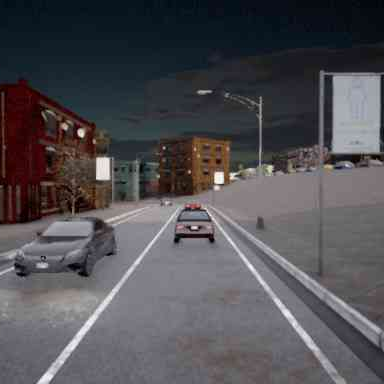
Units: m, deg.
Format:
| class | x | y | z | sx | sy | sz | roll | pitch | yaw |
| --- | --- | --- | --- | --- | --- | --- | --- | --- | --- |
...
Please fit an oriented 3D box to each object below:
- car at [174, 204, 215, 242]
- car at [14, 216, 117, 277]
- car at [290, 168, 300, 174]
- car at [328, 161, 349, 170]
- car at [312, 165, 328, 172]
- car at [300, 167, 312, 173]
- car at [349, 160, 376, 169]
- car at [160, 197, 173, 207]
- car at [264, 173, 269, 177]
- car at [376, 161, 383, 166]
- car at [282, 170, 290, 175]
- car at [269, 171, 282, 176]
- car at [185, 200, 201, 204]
| class | x | y | z | sx | sy | sz | roll | pitch | yaw |
| --- | --- | --- | --- | --- | --- | --- | --- | --- | --- |
| car | 0.104 | 1.529 | 16.314 | 2.033 | 1.411 | 5.357 | 0 | 0 | 0 |
| car | -3.597 | 1.514 | 10.334 | 1.812 | 1.442 | 4.674 | 0 | 0 | 0 |
| car | 21.872 | -4.026 | 66.398 | 2.231 | 1.521 | 4.892 | 0 | 1 | -1 |
| car | 22.923 | -3.838 | 49.813 | 2.185 | 1.767 | 4.553 | 0 | 1 | -5 |
| car | 22.456 | -3.819 | 55.319 | 2.097 | 1.535 | 5.008 | 0 | 1 | -4 |
| car | 22.104 | -3.885 | 60.856 | 2.002 | 1.452 | 4.674 | 0 | 1 | -2 |
| car | 23.542 | -3.574 | 44.122 | 2.163 | 1.488 | 4.792 | 0 | 1 | -6 |
| car | -4.095 | 1.617 | 53.223 | 2.128 | 1.511 | 4.902 | 0 | -1 | -6 |
| car | 21.390 | -4.278 | 88.345 | 2.002 | 1.452 | 4.674 | 0 | 1 | -1 |
| car | 24.243 | -3.458 | 38.649 | 2.002 | 1.452 | 4.674 | 0 | 1 | -7 |
| car | 21.744 | -4.109 | 71.915 | 2.231 | 1.521 | 4.892 | 0 | 1 | -1 |
| car | 21.508 | -4.375 | 82.852 | 2.185 | 1.767 | 4.553 | 0 | 1 | -1 |
| car | 0.107 | 1.581 | 39.271 | 1.895 | 1.301 | 4.718 | 0 | 0 | 0 |
